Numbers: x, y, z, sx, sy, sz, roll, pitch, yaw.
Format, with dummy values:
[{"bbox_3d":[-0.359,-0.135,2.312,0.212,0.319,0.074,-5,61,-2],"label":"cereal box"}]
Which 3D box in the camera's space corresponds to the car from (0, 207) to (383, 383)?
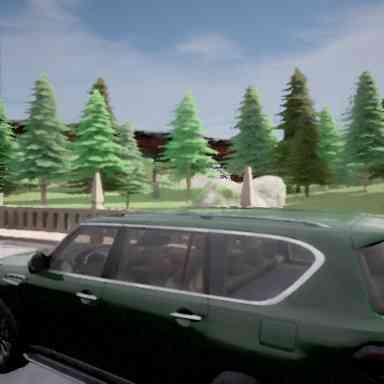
[{"bbox_3d":[-0.367,1.206,4.015,5.566,2.045,2.150,0,0,33],"label":"car"}]
